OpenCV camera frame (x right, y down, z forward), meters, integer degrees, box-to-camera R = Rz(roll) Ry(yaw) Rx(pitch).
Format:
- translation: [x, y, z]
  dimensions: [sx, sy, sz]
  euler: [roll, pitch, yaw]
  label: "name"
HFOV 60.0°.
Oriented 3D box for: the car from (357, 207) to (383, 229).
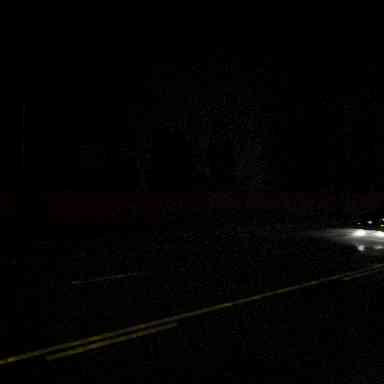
- translation: [12.524, 1.692, 21.528]
  dimensions: [4.181, 1.385, 1.994]
  euler: [0, 0, -36]
  label: "car"
